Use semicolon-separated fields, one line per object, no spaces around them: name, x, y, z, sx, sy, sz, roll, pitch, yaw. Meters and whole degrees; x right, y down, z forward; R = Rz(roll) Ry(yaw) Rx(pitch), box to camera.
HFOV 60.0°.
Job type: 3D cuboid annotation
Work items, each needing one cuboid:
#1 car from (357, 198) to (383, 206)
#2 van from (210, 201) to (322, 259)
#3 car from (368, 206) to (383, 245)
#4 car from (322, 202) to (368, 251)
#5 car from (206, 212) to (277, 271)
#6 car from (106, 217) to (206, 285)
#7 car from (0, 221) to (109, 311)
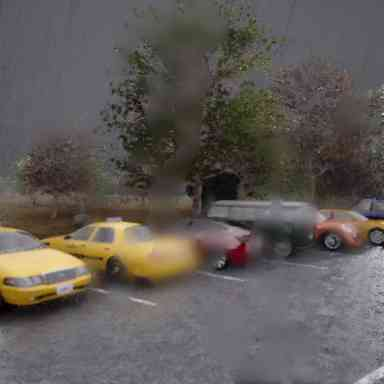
car;9.770;1.374;18.104;5.566;2.045;2.435;-1;-1;35
van;2.446;1.339;13.017;4.442;1.987;1.878;-1;-1;35
car;7.378;1.606;16.384;5.008;1.535;2.097;-1;-1;35
car;4.938;1.461;14.685;4.553;1.767;2.185;-1;-1;35
car;0.100;1.570;11.258;4.792;1.488;2.163;-1;-1;35
car;-2.448;1.514;9.639;5.366;1.575;1.946;-1;-1;35
car;-4.564;1.484;7.712;5.366;1.575;1.946;-1;-1;34
